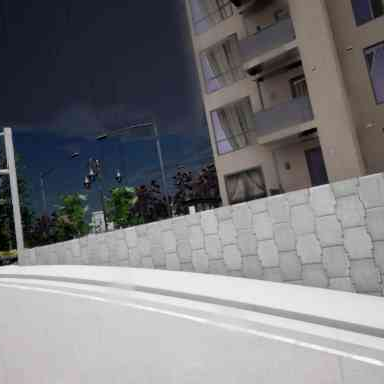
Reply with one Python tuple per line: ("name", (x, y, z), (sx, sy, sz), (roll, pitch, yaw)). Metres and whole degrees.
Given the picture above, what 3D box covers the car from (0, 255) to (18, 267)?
("car", (-17.135, 5.914, 27.380), (1.895, 1.301, 4.718), (-15, -9, 35))
